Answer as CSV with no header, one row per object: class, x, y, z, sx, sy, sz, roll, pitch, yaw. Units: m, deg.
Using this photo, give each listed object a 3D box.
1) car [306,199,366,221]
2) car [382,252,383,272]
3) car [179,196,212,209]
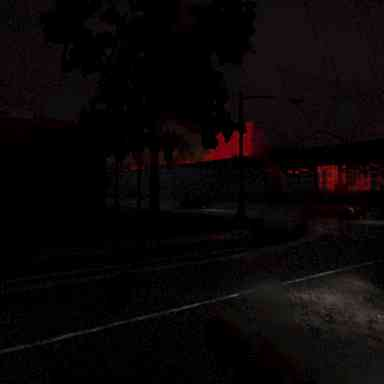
car,11.771,1.352,27.394,2.097,1.767,4.553,0,0,-34
car,7.017,1.482,8.843,5.008,1.535,1.882,0,0,-34
car,0.282,1.601,44.567,1.895,1.301,4.718,0,0,-33
